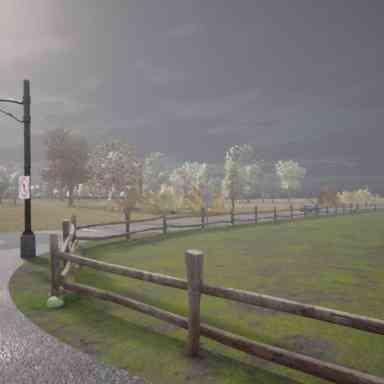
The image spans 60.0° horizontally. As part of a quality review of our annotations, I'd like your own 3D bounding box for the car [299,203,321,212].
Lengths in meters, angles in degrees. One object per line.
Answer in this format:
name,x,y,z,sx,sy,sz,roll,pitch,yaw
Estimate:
car,18.929,2.448,52.965,2.033,1.411,5.357,-1,-2,40
